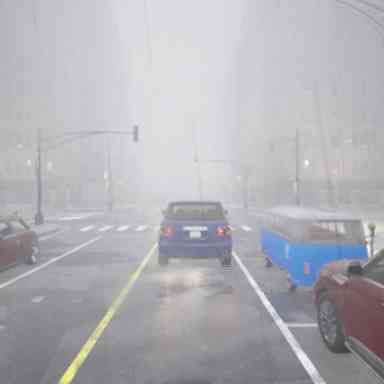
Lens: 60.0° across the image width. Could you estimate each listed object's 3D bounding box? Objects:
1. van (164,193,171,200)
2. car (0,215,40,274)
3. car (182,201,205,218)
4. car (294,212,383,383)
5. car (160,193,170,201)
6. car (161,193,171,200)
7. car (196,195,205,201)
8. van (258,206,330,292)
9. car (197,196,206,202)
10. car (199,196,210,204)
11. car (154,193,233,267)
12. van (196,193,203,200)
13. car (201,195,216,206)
[{"bbox_3d":[-6.800,1.255,91.907,1.690,1.788,3.998,0,0,-1],"label":"van"},{"bbox_3d":[-5.666,1.421,8.610,1.967,1.590,4.097,0,0,0],"label":"car"},{"bbox_3d":[0.141,1.531,30.148,1.895,1.301,4.718,0,0,0],"label":"car"},{"bbox_3d":[2.859,1.308,3.090,2.192,1.841,5.009,0,0,0],"label":"car"},{"bbox_3d":[-6.554,1.212,80.595,2.192,1.841,5.009,0,0,-1],"label":"car"},{"bbox_3d":[-6.678,1.221,86.251,2.192,1.841,5.009,0,0,-1],"label":"car"},{"bbox_3d":[1.969,1.441,80.767,1.887,1.381,4.507,0,0,-1],"label":"car"},{"bbox_3d":[2.860,1.322,8.613,1.690,1.788,3.998,0,0,0],"label":"van"},{"bbox_3d":[2.093,1.473,75.114,1.802,1.307,4.206,0,0,-1],"label":"car"},{"bbox_3d":[2.339,1.480,63.811,1.802,1.307,4.206,0,0,-1],"label":"car"},{"bbox_3d":[0.095,1.197,11.489,2.150,2.045,5.566,0,0,0],"label":"car"},{"bbox_3d":[1.846,1.247,86.421,1.690,1.788,3.998,0,0,-1],"label":"van"},{"bbox_3d":[2.584,1.351,52.504,1.967,1.590,4.097,0,0,-1],"label":"car"}]
